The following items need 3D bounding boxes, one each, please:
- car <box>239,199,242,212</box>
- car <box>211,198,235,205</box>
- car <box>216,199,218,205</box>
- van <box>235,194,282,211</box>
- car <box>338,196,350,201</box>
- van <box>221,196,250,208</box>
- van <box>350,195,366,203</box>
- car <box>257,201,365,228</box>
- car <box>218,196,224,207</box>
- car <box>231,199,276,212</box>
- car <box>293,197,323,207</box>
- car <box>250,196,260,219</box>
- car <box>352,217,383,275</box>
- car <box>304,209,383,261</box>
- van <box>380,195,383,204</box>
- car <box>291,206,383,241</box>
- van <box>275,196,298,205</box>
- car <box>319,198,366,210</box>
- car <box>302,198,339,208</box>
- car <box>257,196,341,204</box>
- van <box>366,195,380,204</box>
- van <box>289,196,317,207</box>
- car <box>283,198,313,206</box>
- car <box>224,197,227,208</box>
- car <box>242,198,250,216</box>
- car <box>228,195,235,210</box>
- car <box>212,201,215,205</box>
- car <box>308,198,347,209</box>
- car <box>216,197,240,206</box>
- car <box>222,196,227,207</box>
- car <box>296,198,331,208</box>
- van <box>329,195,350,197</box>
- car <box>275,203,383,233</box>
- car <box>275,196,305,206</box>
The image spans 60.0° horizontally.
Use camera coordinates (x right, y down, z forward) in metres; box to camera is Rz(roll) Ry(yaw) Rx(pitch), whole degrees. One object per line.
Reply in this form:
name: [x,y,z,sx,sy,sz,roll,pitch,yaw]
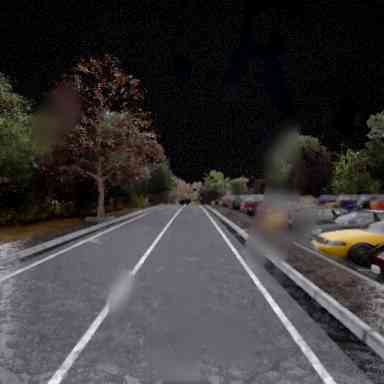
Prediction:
car: [7.060,1.541,30.525,4.674,1.452,2.002,0,0,0]
car: [6.966,2.180,74.903,5.366,1.575,1.946,0,-1,0]
car: [7.118,1.897,58.263,4.674,1.452,2.002,0,-1,0]
van: [6.946,1.276,33.301,4.442,1.987,1.878,0,0,0]
car: [20.159,1.523,38.650,5.008,1.535,2.097,0,-1,0]
van: [7.227,1.585,55.492,4.442,1.987,1.878,0,-1,0]
van: [20.032,1.269,36.033,4.442,1.987,1.878,0,0,0]
car: [6.848,1.492,19.420,5.366,1.575,1.946,0,0,0]
car: [7.110,1.765,52.712,5.008,1.535,2.097,0,-1,0]
car: [7.104,1.564,38.827,4.792,1.488,2.163,0,0,0]
car: [20.164,1.720,58.041,4.553,1.767,2.185,0,-1,0]
car: [7.014,1.372,24.972,4.553,1.767,2.185,0,0,0]
car: [6.982,1.518,8.315,4.792,1.488,2.163,0,0,0]
car: [6.831,1.487,11.092,5.366,1.575,1.946,0,0,0]
van: [20.254,1.266,30.484,4.442,1.987,1.878,0,0,0]
car: [7.029,1.493,13.867,4.892,1.521,2.231,0,0,0]
van: [20.342,1.876,72.009,4.442,1.987,1.878,0,-1,0]
car: [19.981,1.612,44.188,5.366,1.575,1.946,0,-1,0]
car: [20.178,1.753,52.498,5.008,1.535,2.097,0,-1,0]
car: [7.008,1.370,22.196,4.553,1.767,2.185,0,0,0]
van: [20.259,1.267,33.129,4.442,1.987,1.878,0,0,0]
van: [20.318,1.665,60.811,4.442,1.987,1.878,0,-1,0]
car: [20.200,1.938,63.578,4.892,1.521,2.231,0,-1,0]
car: [7.089,1.667,44.384,4.674,1.452,2.002,0,-1,0]
car: [7.046,1.499,27.749,5.008,1.535,2.097,0,0,0]
car: [7.097,1.252,36.077,5.566,2.045,2.435,0,0,0]
car: [7.099,1.698,63.820,5.566,2.045,2.435,0,-1,0]
car: [20.172,1.708,49.728,4.892,1.521,2.231,0,-1,0]
car: [7.165,1.873,66.589,4.553,1.767,2.185,0,-1,0]
car: [7.062,1.702,47.162,4.792,1.488,2.163,0,-1,0]
car: [20.184,1.801,55.393,5.008,1.535,2.097,0,-1,0]
van: [20.043,1.343,41.424,4.442,1.987,1.878,0,-1,0]
car: [7.022,1.494,16.644,4.892,1.521,2.231,0,0,0]
car: [20.246,1.786,69.118,5.566,2.045,2.435,0,-1,0]
